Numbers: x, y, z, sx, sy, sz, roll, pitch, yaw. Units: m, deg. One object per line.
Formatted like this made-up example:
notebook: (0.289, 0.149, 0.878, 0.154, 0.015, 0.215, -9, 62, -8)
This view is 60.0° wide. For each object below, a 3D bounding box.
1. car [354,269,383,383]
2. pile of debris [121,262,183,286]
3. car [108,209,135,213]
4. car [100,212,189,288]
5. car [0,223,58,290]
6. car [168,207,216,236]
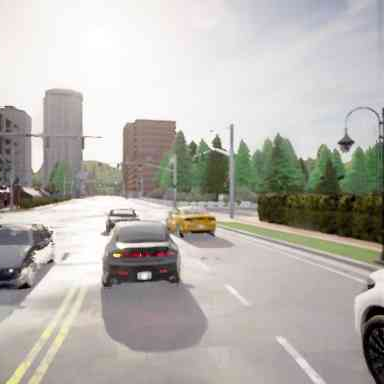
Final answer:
car: (3.266, 1.227, 1.920, 2.150, 2.045, 5.566, 0, 0, -3)
pile of debris: (-1.162, 2.214, 9.112, 1.500, 0.140, 1.860, 0, 0, -13)
car: (-4.417, 1.693, 20.791, 1.895, 1.301, 4.718, 0, 0, -17)
car: (-1.508, 1.547, 9.475, 1.837, 1.490, 4.892, 0, 0, -12)
car: (-5.048, 1.596, 9.316, 2.033, 1.411, 5.357, 0, 0, -13)
car: (-0.175, 1.553, 18.665, 1.882, 1.535, 5.008, 0, 0, -15)
